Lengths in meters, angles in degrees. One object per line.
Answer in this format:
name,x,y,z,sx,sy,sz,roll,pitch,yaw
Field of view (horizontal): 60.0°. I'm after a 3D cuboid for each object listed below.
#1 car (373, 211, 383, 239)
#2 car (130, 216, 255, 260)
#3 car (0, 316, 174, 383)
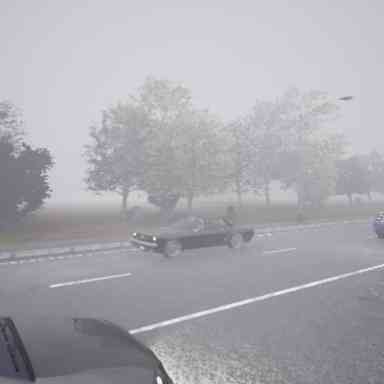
car,11.085,1.220,16.150,5.566,2.045,2.150,0,0,-35
car,0.111,1.601,12.662,4.718,1.301,1.895,0,0,-35
car,-2.136,1.564,2.222,4.181,1.385,1.994,0,0,-35
